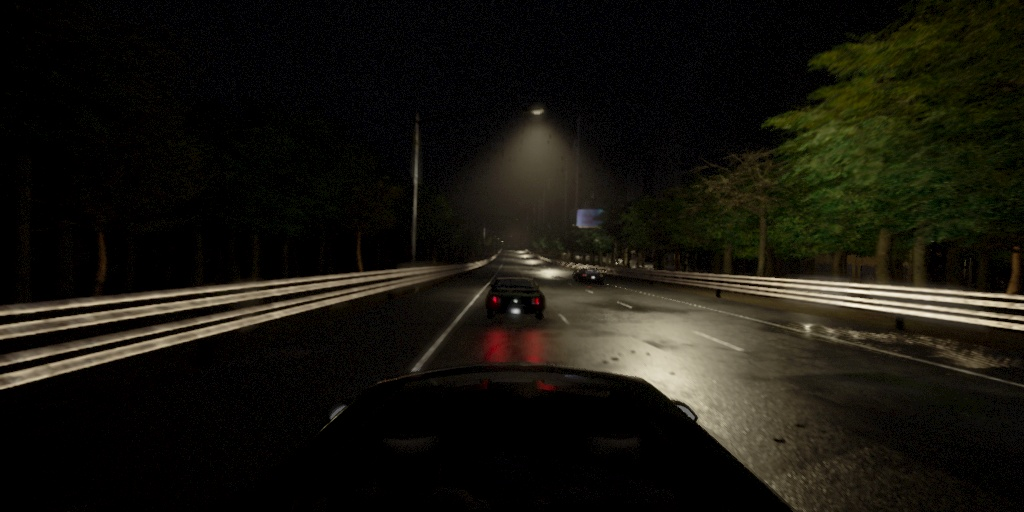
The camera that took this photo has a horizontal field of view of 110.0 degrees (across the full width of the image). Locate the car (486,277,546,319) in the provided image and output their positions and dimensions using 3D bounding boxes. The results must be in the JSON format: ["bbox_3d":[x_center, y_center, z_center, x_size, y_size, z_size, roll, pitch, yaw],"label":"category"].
[{"bbox_3d":[0.104,1.441,13.300,1.895,1.301,4.718,1,-1,-1],"label":"car"}]

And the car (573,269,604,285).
[{"bbox_3d":[6.895,1.825,32.529,1.994,1.385,4.181,1,-1,-1],"label":"car"}]
